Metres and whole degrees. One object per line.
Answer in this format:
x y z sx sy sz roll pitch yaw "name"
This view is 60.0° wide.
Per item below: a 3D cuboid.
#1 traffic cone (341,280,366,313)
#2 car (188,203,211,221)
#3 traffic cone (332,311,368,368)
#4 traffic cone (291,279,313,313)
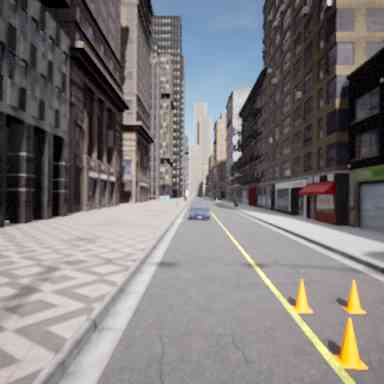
3.131 1.995 6.446 0.340 0.580 0.340 1 0 1 "traffic cone"
0.642 1.638 28.852 2.033 1.411 5.357 0 0 1 "car"
2.110 1.983 4.456 0.340 0.580 0.340 0 0 1 "traffic cone"
2.130 1.987 6.456 0.340 0.580 0.340 0 0 1 "traffic cone"
